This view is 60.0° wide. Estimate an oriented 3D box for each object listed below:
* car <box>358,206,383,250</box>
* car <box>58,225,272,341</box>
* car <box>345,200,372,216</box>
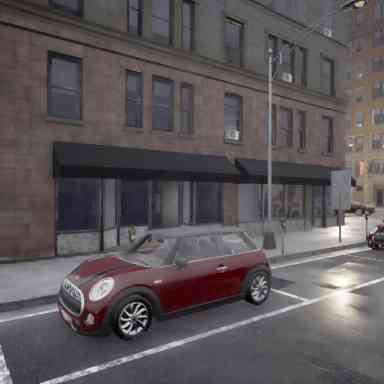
[{"bbox_3d":[8.564,1.445,12.825,4.097,1.590,1.967,0,0,-35],"label":"car"},{"bbox_3d":[-0.395,1.441,6.466,4.097,1.590,1.967,0,0,-35],"label":"car"},{"bbox_3d":[14.776,1.403,31.734,1.882,1.535,5.008,1,0,-37],"label":"car"}]
